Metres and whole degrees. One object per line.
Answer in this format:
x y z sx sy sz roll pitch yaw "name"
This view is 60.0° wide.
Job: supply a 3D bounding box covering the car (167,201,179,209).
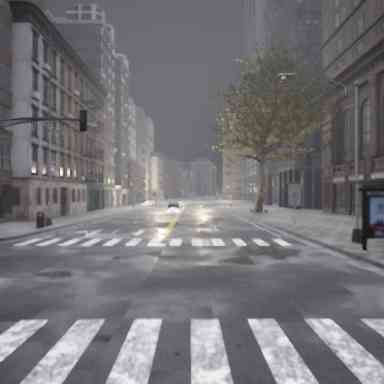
-3.225 2.253 57.348 1.895 1.301 4.718 0 0 0 "car"
